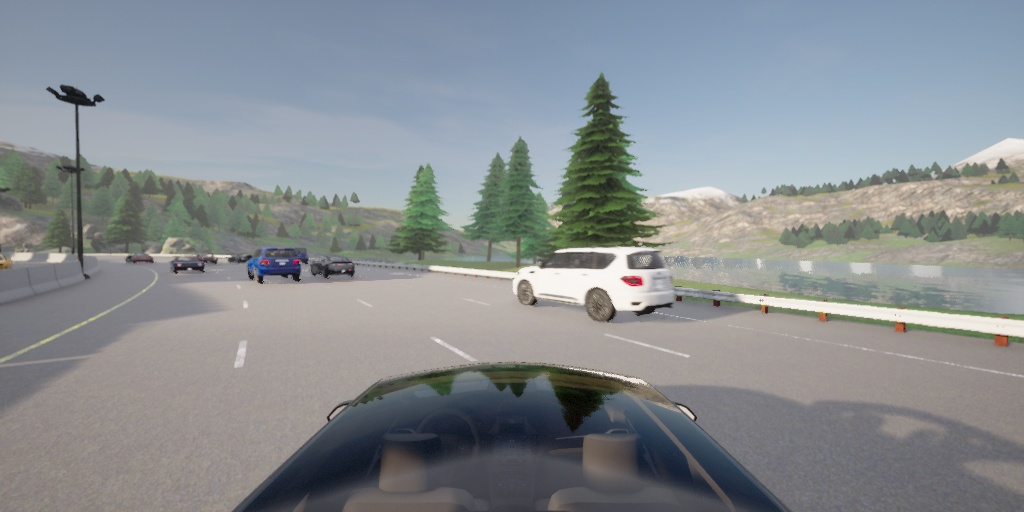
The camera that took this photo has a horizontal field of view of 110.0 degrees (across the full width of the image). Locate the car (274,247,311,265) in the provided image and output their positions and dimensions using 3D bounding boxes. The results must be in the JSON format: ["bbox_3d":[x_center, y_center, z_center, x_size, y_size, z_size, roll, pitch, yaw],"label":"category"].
[{"bbox_3d":[-26.830,0.001,43.674,5.566,2.045,2.150,1,1,40],"label":"car"}]

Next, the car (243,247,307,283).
[{"bbox_3d":[-14.794,0.493,22.218,2.150,2.045,5.566,-1,1,-43],"label":"car"}]

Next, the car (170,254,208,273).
[{"bbox_3d":[-26.945,0.692,29.693,4.718,1.301,1.895,1,2,43],"label":"car"}]

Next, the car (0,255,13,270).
[{"bbox_3d":[-41.749,0.605,28.682,5.008,1.535,1.882,1,2,39],"label":"car"}]

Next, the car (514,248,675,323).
[{"bbox_3d":[2.321,0.754,11.555,2.150,2.045,5.566,0,1,-35],"label":"car"}]

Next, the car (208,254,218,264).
[{"bbox_3d":[-37.323,0.377,43.246,4.718,1.301,1.895,1,2,36],"label":"car"}]

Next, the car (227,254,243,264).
[{"bbox_3d":[-34.100,0.338,45.205,4.718,1.301,1.895,1,2,36],"label":"car"}]

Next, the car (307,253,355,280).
[{"bbox_3d":[-12.353,0.715,24.596,2.128,1.511,4.902,-1,1,-42],"label":"car"}]
